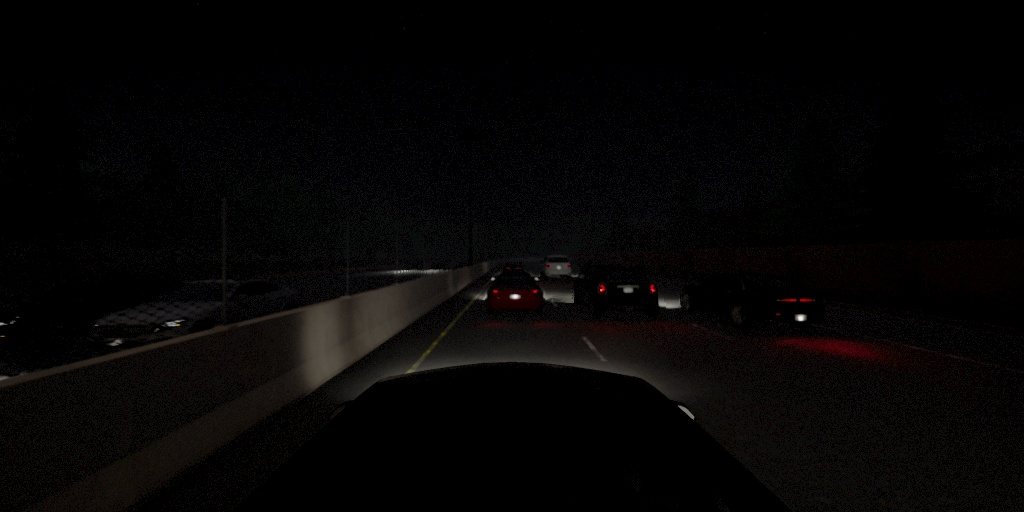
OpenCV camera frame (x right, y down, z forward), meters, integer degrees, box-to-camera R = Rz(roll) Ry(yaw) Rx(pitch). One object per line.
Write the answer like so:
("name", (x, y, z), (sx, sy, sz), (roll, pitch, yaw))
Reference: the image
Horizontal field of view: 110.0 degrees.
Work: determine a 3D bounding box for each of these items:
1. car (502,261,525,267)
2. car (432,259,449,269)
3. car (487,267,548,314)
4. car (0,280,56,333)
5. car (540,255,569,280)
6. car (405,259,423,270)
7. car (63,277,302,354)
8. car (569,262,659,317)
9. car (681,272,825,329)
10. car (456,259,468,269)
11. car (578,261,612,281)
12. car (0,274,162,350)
("car", (0.120, 1.208, 31.591), (2.128, 1.511, 4.902), (0, 0, 0))
("car", (-10.525, 1.180, 53.030), (2.128, 1.511, 4.902), (0, 0, 0))
("car", (0.107, 1.301, 13.752), (1.994, 1.385, 4.181), (0, 0, 0))
("car", (-14.097, 1.340, 7.989), (1.895, 1.301, 4.718), (0, 0, 0))
("car", (3.621, 0.941, 30.381), (2.150, 2.045, 5.566), (0, 0, 0))
("car", (-14.030, 1.181, 51.791), (2.128, 1.511, 4.902), (0, 0, 0))
("car", (-7.096, 1.266, 8.767), (1.812, 1.442, 4.674), (0, 0, 0))
("car", (3.606, 1.089, 13.237), (2.097, 1.767, 4.553), (0, 0, 0))
("car", (7.105, 1.247, 11.235), (1.837, 1.490, 4.892), (0, 0, 0))
("car", (-7.026, 1.215, 52.705), (1.812, 1.442, 4.674), (0, 0, 0))
("car", (7.121, 1.225, 31.318), (1.837, 1.490, 4.892), (0, 1, 0))
("car", (-10.596, 1.244, 9.136), (1.837, 1.490, 4.892), (0, 0, 0))
